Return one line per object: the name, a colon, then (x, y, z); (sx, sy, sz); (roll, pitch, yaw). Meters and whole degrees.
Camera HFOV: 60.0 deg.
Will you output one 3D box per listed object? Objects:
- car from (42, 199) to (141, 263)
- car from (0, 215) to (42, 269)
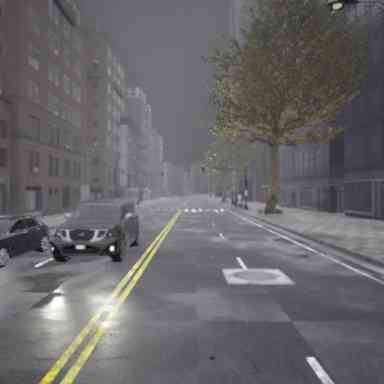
car: (-3.355, 1.321, 12.755); (2.150, 2.045, 5.566); (0, 0, 0)
car: (-6.605, 1.595, 11.525); (1.837, 1.490, 4.892); (0, 0, 0)
